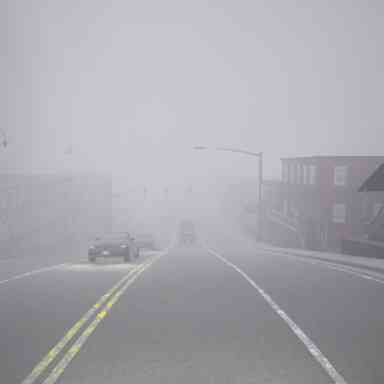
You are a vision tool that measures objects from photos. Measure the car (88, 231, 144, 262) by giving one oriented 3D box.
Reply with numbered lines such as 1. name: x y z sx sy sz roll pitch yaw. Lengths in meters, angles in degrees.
1. car: -3.832 2.736 16.998 1.812 1.442 4.674 0 -8 -1

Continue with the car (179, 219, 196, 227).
1. car: -0.655 4.931 47.581 2.150 2.045 5.566 0 1 0

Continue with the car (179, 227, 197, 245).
1. car: -0.465 5.038 37.254 1.837 1.490 4.892 0 -4 -1

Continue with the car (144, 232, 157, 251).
1. car: -3.993 4.184 28.031 1.837 1.490 4.892 0 -8 -1
